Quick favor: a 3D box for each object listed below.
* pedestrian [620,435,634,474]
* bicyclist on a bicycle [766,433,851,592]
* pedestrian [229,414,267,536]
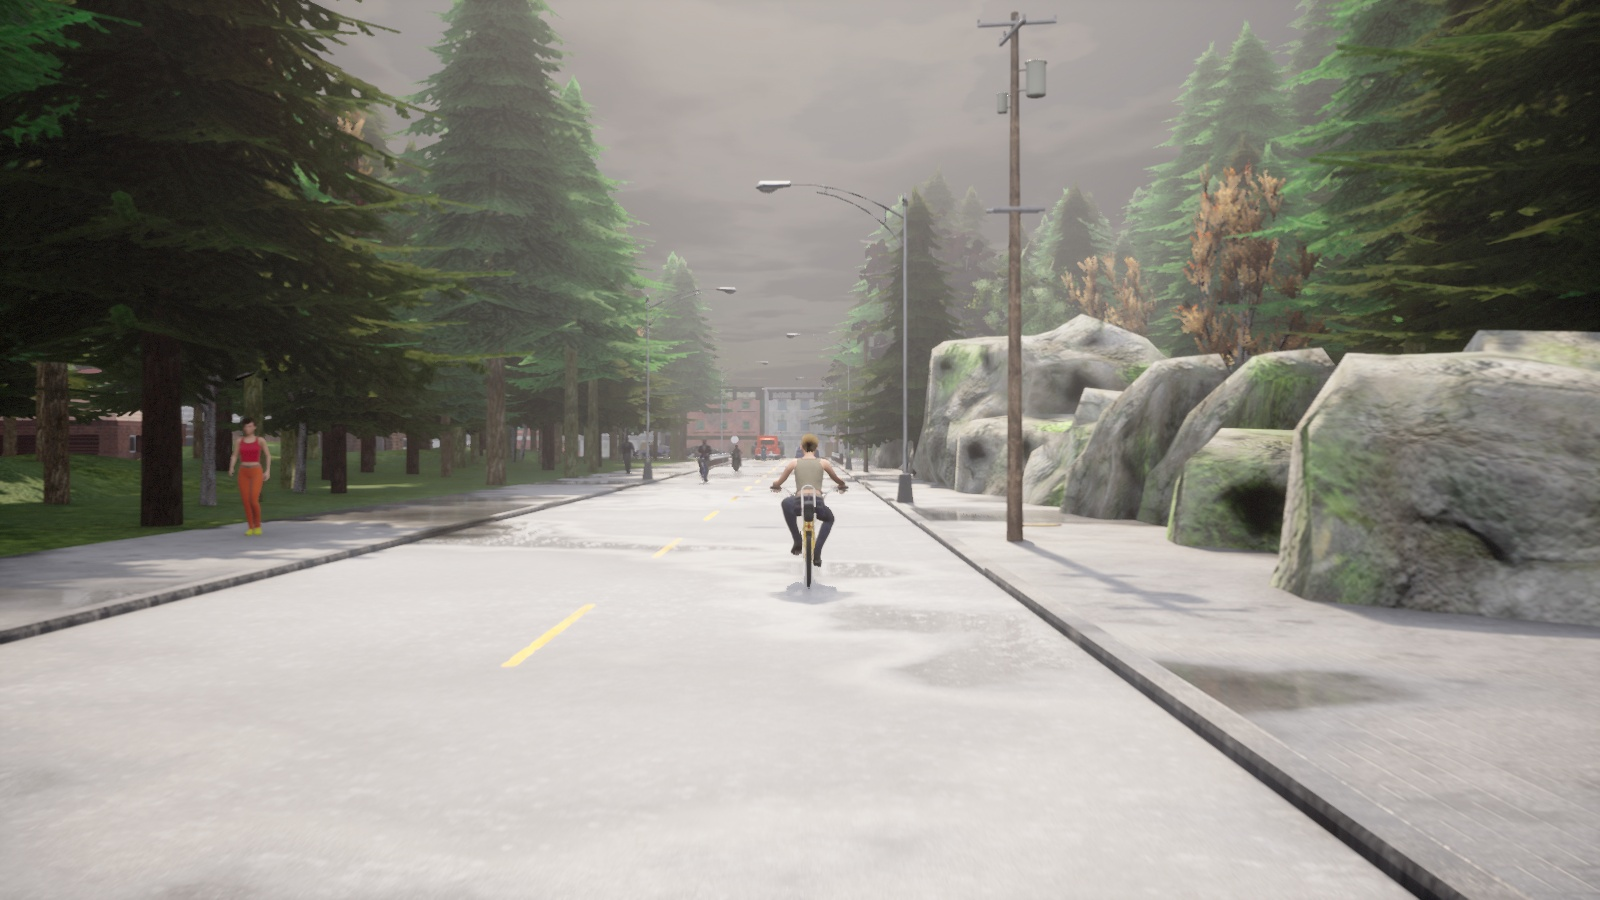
[{"bbox_3d":[-8.349,0.208,60.695,0.563,1.883,0.849,0,0,-1],"label":"pedestrian"},{"bbox_3d":[0.097,0.630,13.510,0.866,1.612,1.509,0,0,1],"label":"bicyclist on a bicycle"},{"bbox_3d":[-8.417,0.373,19.155,0.345,1.836,0.594,0,0,-5],"label":"pedestrian"}]
